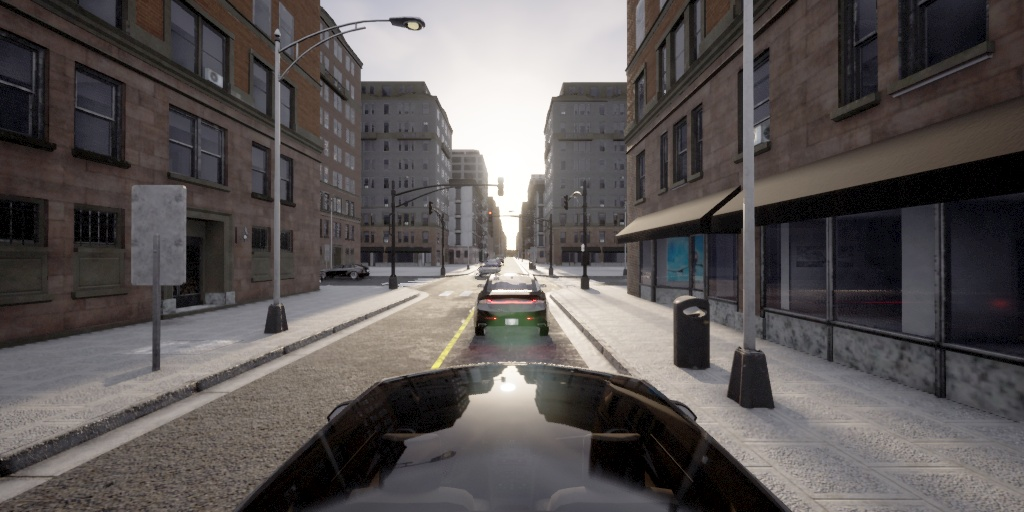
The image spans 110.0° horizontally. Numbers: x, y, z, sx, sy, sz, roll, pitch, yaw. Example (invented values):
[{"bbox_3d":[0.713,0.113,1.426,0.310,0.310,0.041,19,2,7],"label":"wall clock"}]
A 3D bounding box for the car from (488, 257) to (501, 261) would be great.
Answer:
[{"bbox_3d":[-2.856,1.194,49.300,1.882,1.535,5.008,0,0,0],"label":"car"}]

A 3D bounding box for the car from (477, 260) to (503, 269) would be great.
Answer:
[{"bbox_3d":[-2.311,1.336,34.293,1.895,1.301,4.718,0,0,-10],"label":"car"}]

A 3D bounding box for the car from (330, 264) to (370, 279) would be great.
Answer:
[{"bbox_3d":[-14.772,1.330,31.517,4.313,1.339,1.948,0,0,0],"label":"car"}]

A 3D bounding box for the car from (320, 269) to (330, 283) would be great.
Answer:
[{"bbox_3d":[-14.775,1.289,23.491,4.313,1.339,1.948,0,0,0],"label":"car"}]

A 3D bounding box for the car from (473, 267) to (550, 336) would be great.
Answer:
[{"bbox_3d":[-0.002,1.241,10.349,2.128,1.511,4.902,0,0,0],"label":"car"}]

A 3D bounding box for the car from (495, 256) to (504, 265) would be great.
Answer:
[{"bbox_3d":[-2.835,1.205,62.145,1.837,1.490,4.892,0,0,0],"label":"car"}]
